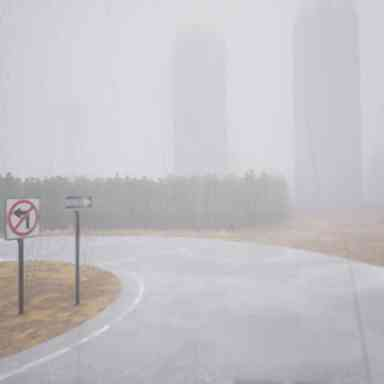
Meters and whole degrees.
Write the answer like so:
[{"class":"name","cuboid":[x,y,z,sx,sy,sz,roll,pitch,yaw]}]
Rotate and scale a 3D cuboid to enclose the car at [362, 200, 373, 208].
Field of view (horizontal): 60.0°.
[{"class":"car","cuboid":[28.227,1.947,53.814,1.994,1.381,4.181,-1,-1,21]}]
